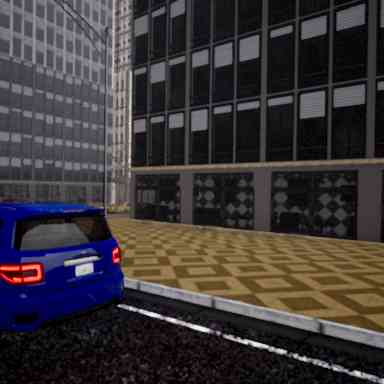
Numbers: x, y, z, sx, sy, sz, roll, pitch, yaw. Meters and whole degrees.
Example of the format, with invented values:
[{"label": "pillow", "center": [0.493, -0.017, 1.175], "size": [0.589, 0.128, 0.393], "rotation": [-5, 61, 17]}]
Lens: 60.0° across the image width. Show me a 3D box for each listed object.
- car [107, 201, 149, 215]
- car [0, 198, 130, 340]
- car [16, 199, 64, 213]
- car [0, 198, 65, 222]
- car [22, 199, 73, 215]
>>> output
[{"label": "car", "center": [-7.383, 1.803, 38.785], "size": [1.752, 1.417, 4.829], "rotation": [1, 0, 36]}, {"label": "car", "center": [-3.752, 1.212, 6.363], "size": [5.566, 2.045, 2.150], "rotation": [0, 0, 35]}, {"label": "car", "center": [-17.678, 1.608, 38.954], "size": [1.752, 1.417, 4.829], "rotation": [1, 0, 36]}, {"label": "car", "center": [-14.186, 1.492, 29.577], "size": [2.192, 1.841, 5.009], "rotation": [1, 0, 36]}, {"label": "car", "center": [-15.965, 1.626, 36.899], "size": [1.837, 1.490, 4.892], "rotation": [1, 0, 36]}]
